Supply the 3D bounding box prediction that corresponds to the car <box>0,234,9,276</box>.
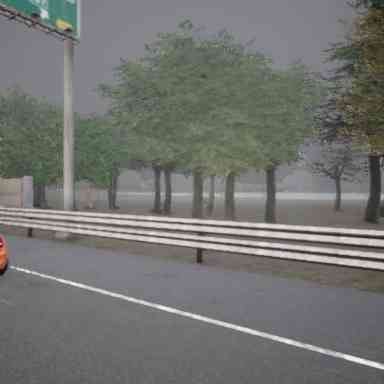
[{"bbox_3d":[-6.964,1.325,8.979,4.553,1.767,2.097,0,0,36],"label":"car"}]
